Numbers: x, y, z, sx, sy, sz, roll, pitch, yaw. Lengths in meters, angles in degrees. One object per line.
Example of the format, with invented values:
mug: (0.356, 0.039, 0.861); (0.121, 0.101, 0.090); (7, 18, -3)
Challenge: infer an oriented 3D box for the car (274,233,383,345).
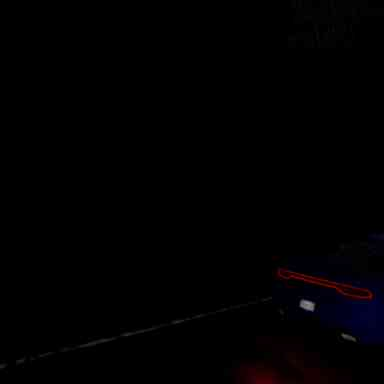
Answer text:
car: (3.731, 1.533, 6.294); (5.008, 1.535, 1.882); (1, 0, -35)
